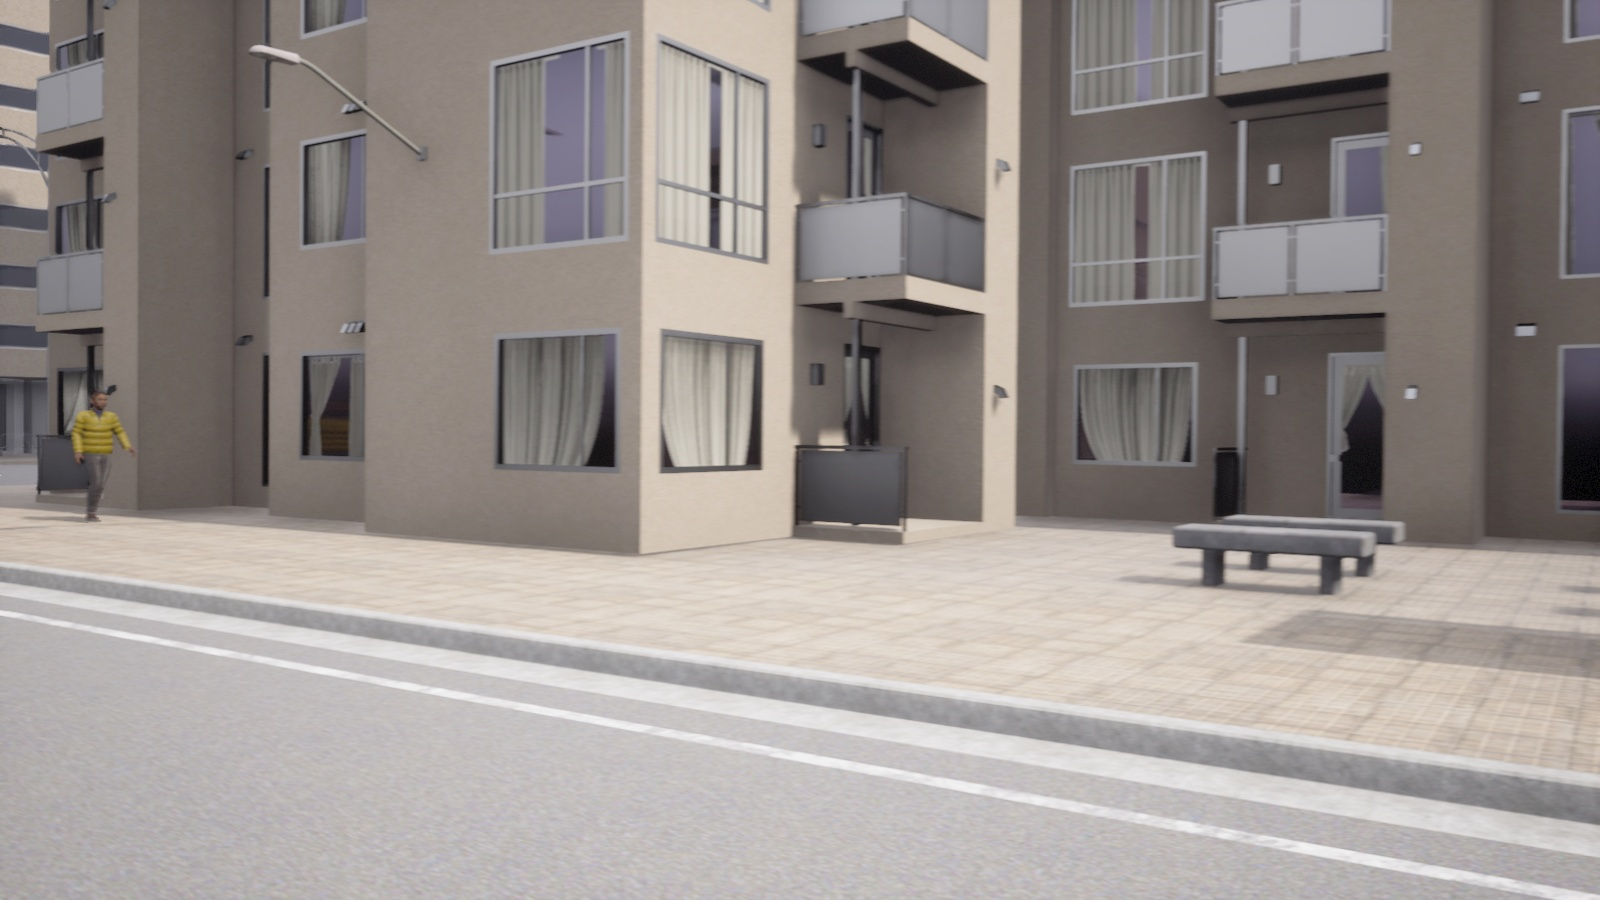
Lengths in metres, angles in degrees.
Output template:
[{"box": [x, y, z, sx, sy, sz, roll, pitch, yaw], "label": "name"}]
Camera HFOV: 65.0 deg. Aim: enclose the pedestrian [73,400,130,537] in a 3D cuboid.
[{"box": [-9.570, 0.242, 17.196, 0.709, 1.840, 0.431, 0, 1, 40], "label": "pedestrian"}]
